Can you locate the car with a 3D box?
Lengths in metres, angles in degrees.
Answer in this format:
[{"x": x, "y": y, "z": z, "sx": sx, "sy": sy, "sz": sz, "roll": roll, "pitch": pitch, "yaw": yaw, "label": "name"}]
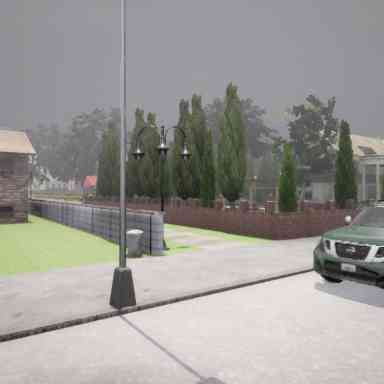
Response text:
[{"x": 5.499, "y": 1.221, "z": 8.525, "sx": 5.566, "sy": 2.045, "sz": 2.150, "roll": 0, "pitch": 0, "yaw": -35, "label": "car"}]
